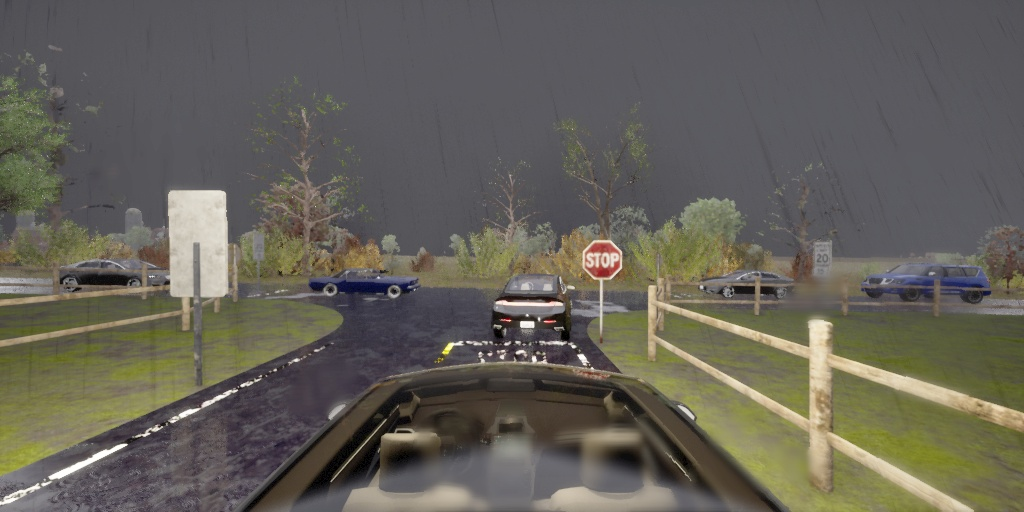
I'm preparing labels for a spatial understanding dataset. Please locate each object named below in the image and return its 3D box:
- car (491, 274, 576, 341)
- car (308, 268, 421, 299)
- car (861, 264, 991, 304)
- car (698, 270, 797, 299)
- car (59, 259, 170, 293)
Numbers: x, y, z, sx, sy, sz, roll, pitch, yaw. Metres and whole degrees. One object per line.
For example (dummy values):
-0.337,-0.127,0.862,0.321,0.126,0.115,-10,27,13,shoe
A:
0.707,1.239,9.986,2.128,1.511,4.902,0,0,9,car
-6.821,1.248,17.017,4.718,1.301,1.895,1,1,0,car
22.900,1.466,19.933,5.566,2.045,2.150,1,1,0,car
13.005,1.524,19.944,4.902,1.511,2.128,1,1,0,car
-18.489,0.885,17.034,4.902,1.511,2.128,1,1,0,car
